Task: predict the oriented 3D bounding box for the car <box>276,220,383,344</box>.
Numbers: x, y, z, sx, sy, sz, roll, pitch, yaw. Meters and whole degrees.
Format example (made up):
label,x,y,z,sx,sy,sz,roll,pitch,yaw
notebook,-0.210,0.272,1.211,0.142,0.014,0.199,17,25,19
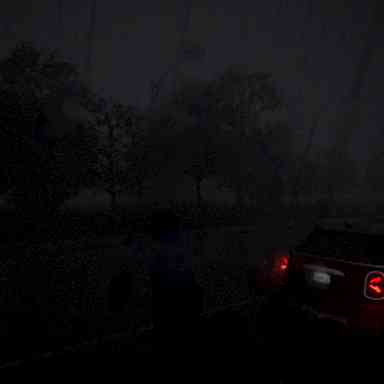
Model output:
label,x,y,z,sx,sy,sz,roll,pitch,yaw
car,3.755,1.349,6.391,4.553,1.767,2.097,0,0,-35
